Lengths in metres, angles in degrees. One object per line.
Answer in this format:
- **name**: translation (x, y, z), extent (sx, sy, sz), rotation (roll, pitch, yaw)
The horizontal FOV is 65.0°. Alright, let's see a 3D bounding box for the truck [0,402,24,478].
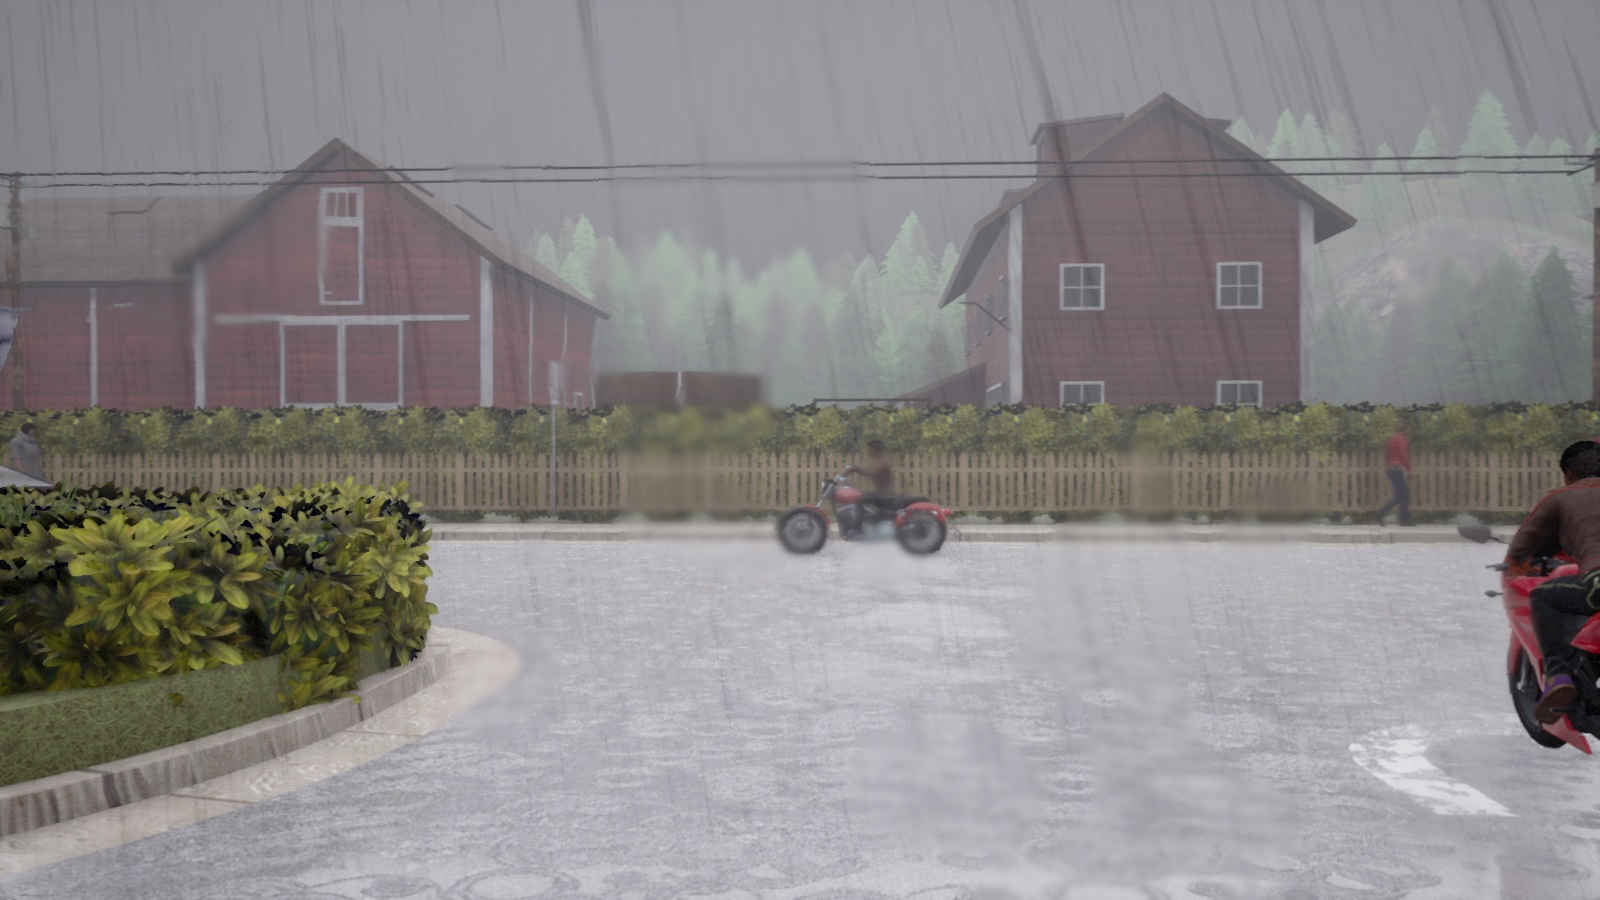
- **truck**: translation (-42.174, -0.490, 60.514), extent (2.891, 3.827, 8.468), rotation (0, 0, 14)

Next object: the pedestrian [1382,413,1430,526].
- **pedestrian**: translation (9.980, 0.320, 20.695), extent (0.636, 1.846, 0.331), rotation (0, 0, 6)

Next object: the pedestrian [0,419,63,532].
- **pedestrian**: translation (-13.598, 0.448, 22.084), extent (0.873, 1.952, 0.659), rotation (0, 0, -2)

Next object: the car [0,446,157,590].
- **car**: translation (-10.163, 0.730, 14.449), extent (4.514, 1.525, 2.007), rotation (0, 0, 4)

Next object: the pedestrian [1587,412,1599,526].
- **pedestrian**: translation (13.218, 0.303, 20.412), extent (0.636, 1.846, 0.331), rotation (0, 0, 10)

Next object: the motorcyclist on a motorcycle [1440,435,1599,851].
- **motorcyclist on a motorcycle**: translation (3.500, 0.701, 5.507), extent (0.797, 1.523, 2.044), rotation (0, 0, 14)

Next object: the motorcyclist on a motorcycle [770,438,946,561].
- **motorcyclist on a motorcycle**: translation (0.804, 0.670, 17.264), extent (2.350, 1.649, 0.766), rotation (0, 0, 4)
